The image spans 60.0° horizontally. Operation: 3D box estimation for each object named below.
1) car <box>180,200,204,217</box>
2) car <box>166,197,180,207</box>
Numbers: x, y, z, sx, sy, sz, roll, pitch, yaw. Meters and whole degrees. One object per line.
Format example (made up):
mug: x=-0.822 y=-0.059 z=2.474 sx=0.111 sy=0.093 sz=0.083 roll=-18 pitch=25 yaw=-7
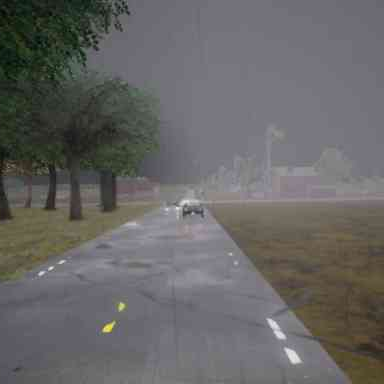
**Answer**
car: x=0.097 y=1.551 z=30.793 sx=1.895 sy=1.301 sz=4.718 roll=0 pitch=0 yaw=0
car: x=-2.756 y=1.495 z=49.541 sx=1.837 sy=1.490 sz=4.892 roll=0 pitch=0 yaw=0
